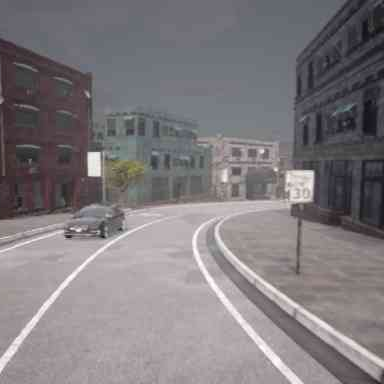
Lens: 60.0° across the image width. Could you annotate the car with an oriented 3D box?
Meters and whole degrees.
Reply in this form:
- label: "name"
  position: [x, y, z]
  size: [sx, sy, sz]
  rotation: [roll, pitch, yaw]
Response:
- label: "car"
  position: [-4.660, 1.366, 16.545]
  size: [1.837, 1.490, 4.892]
  rotation: [0, 1, 4]
